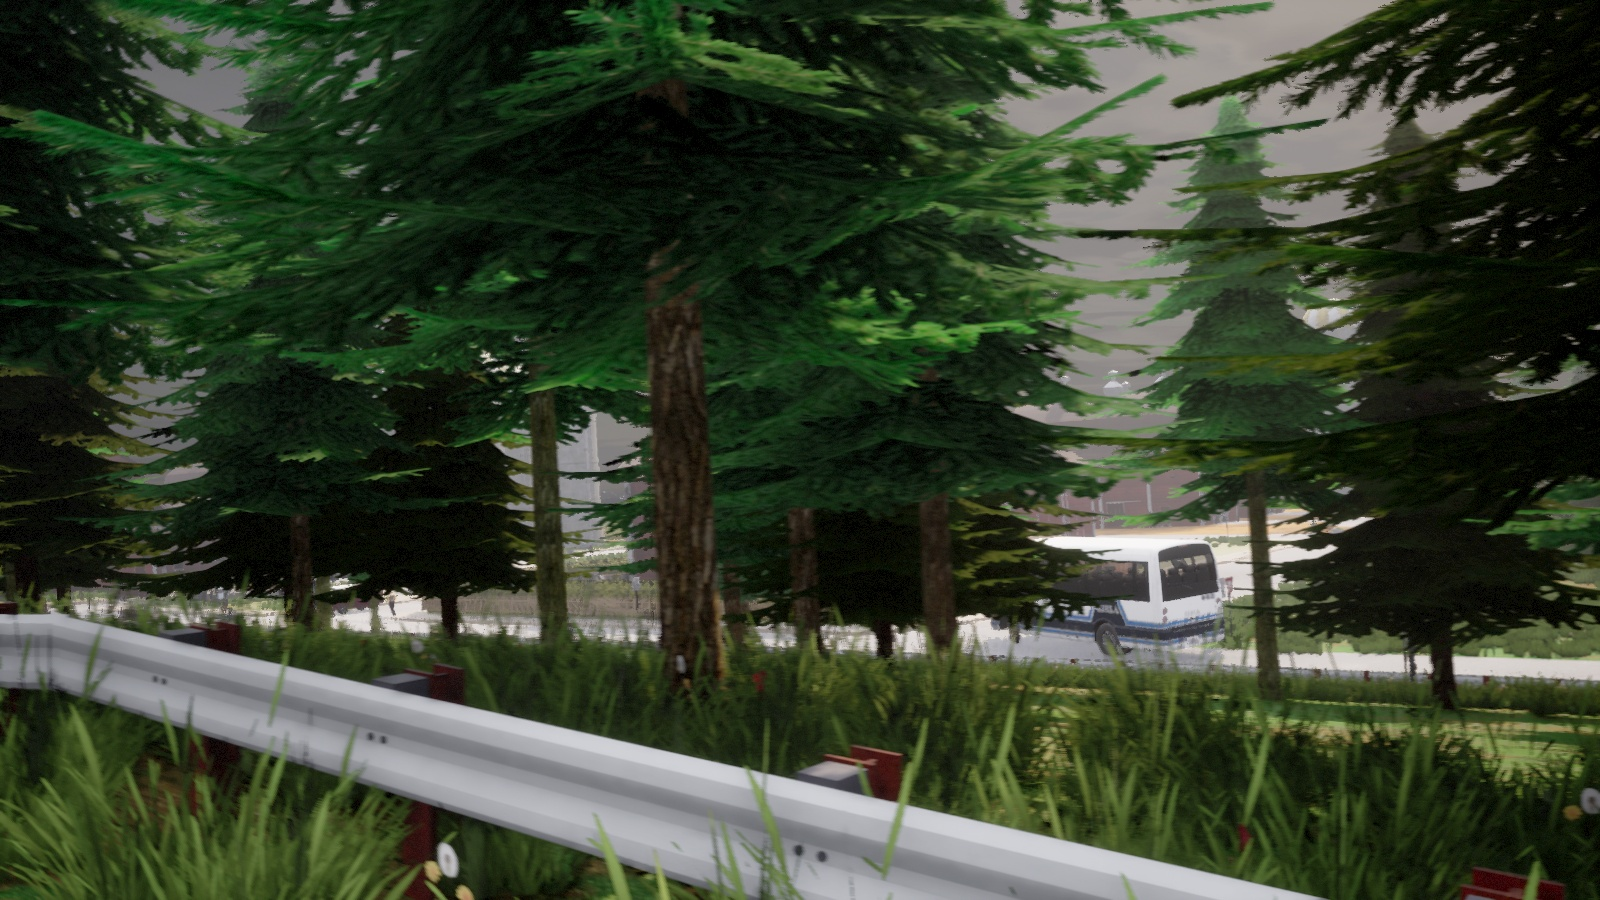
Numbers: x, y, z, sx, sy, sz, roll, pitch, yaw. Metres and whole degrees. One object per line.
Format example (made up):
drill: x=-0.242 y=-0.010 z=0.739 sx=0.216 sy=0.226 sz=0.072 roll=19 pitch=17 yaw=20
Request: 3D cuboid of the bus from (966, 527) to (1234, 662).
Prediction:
bus: x=11.390 y=5.370 z=49.215 sx=3.944 sy=4.253 sz=10.273 roll=-6 pitch=0 yaw=-29

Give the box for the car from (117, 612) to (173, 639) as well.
car: x=-45.499 y=12.159 z=87.227 sx=3.988 sy=1.617 sz=1.851 roll=-6 pitch=-2 yaw=38

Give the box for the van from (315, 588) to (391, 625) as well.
van: x=-31.320 y=10.947 z=88.096 sx=2.069 sy=2.038 sz=4.480 roll=-6 pitch=-2 yaw=36
